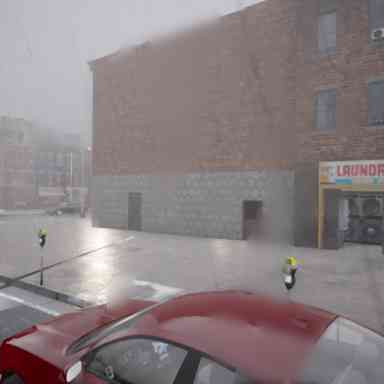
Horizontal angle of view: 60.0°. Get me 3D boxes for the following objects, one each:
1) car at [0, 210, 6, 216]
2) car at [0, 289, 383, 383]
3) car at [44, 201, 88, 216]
[{"bbox_3d":[-19.600,1.827,29.867,1.895,1.301,4.718,1,0,37],"label":"car"},{"bbox_3d":[0.132,1.544,2.704,4.507,1.381,1.887,0,1,36],"label":"car"},{"bbox_3d":[-14.107,1.854,37.494,1.837,1.490,4.892,1,0,36],"label":"car"}]
